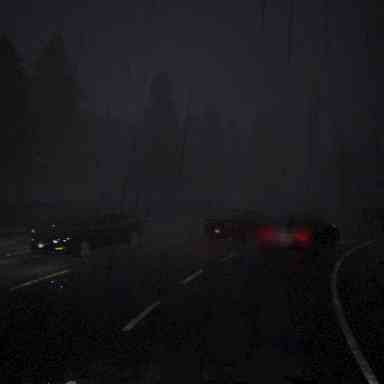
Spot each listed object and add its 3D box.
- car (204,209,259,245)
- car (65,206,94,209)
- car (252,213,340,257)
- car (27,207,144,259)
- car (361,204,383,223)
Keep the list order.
[{"bbox_3d":[2.487,1.548,16.331,1.882,1.535,5.008,0,0,35],"label":"car"},{"bbox_3d":[-5.699,1.487,16.583,1.837,1.490,4.892,0,-1,30],"label":"car"},{"bbox_3d":[4.581,1.633,13.542,2.033,1.411,5.357,0,0,34],"label":"car"},{"bbox_3d":[-3.776,1.498,12.823,1.837,1.490,4.892,0,-1,26],"label":"car"},{"bbox_3d":[15.666,1.718,26.342,5.008,1.535,1.882,1,0,-25],"label":"car"}]
